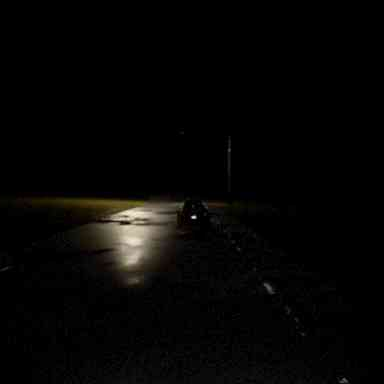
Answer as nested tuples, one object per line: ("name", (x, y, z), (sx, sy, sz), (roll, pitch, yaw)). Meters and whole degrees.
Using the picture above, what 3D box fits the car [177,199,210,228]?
("car", (0.100, 1.382, 20.704), (1.994, 1.385, 4.181), (0, 0, 0))

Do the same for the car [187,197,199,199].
("car", (0.100, 1.274, 38.726), (1.895, 1.301, 4.718), (0, 0, 0))
